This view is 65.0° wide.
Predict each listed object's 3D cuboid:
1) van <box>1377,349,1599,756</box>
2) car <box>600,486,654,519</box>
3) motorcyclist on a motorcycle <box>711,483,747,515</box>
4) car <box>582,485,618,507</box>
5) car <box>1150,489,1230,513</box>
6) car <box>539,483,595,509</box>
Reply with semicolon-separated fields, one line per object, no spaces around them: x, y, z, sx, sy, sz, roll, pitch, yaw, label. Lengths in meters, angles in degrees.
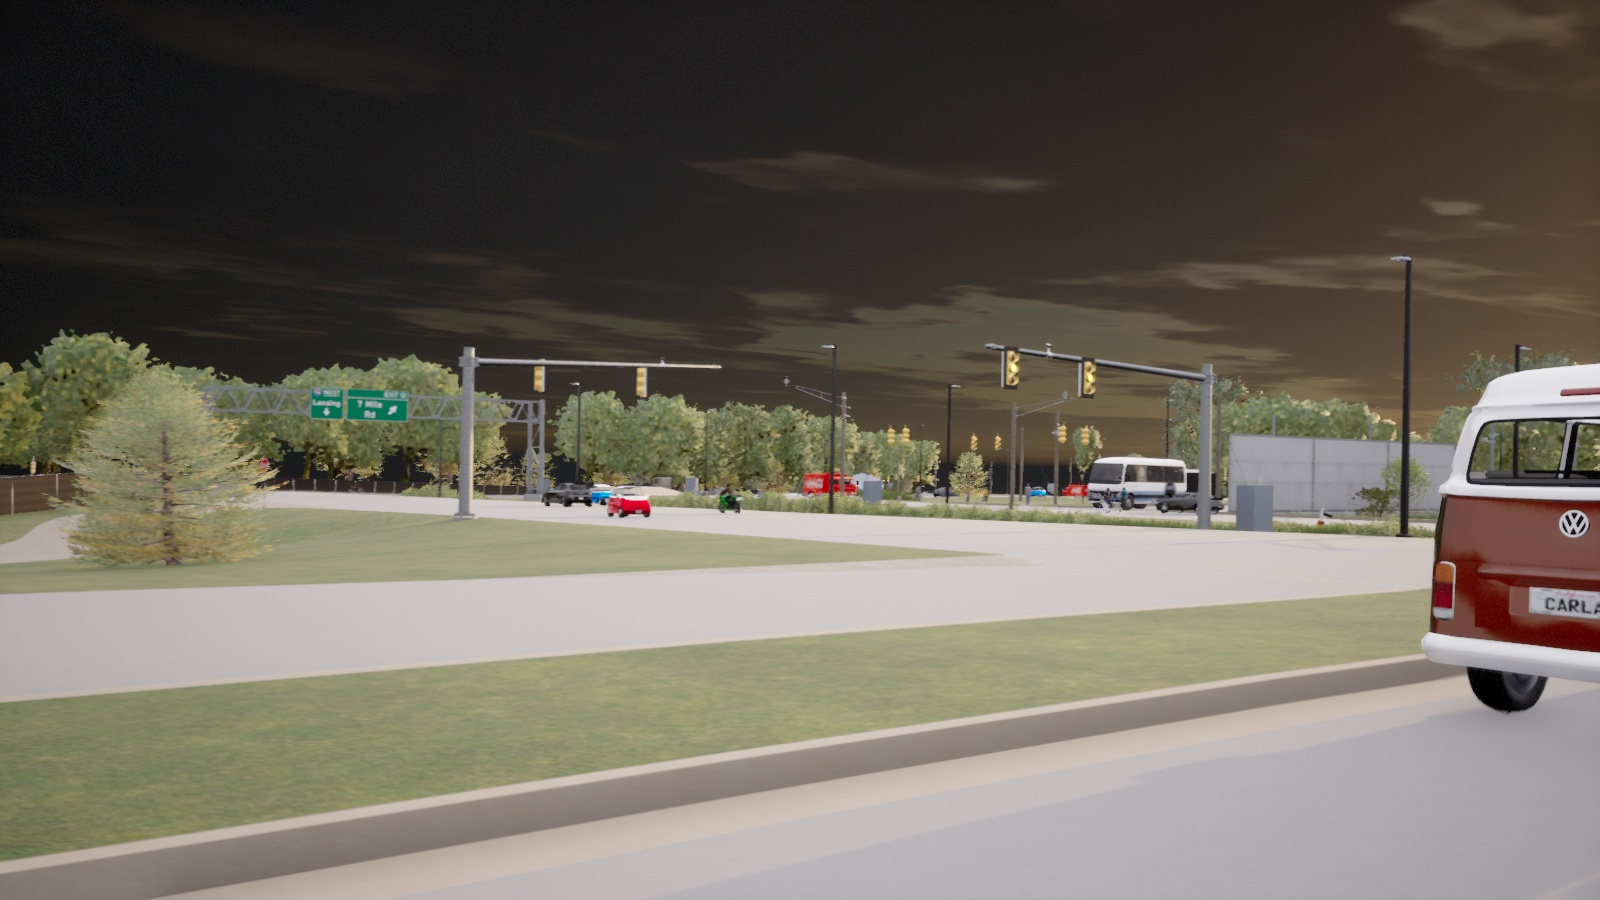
5.763;0.551;7.674;4.480;2.038;2.069;1;-2;-35;van
-7.493;2.260;54.388;1.481;1.376;2.207;1;-2;-34;car
-3.461;2.375;60.883;0.797;1.523;2.044;1;-2;-34;motorcyclist on a motorcycle
-12.840;2.941;80.730;1.481;1.376;2.207;1;-2;-34;car
26.357;3.440;84.956;2.128;1.511;4.902;1;-1;-34;car
-14.237;2.785;76.582;1.816;1.474;4.193;1;-2;-34;car
